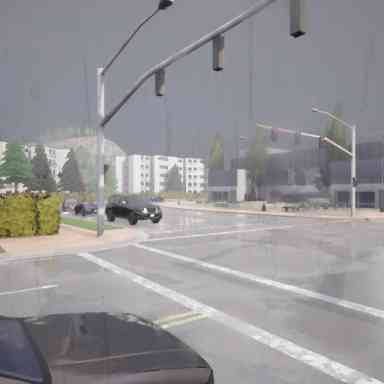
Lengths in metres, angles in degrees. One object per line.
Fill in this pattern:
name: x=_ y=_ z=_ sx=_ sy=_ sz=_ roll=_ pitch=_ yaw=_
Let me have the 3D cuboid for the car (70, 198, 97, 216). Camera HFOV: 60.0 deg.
car: x=-9.967 y=1.564 z=32.116 sx=1.994 sy=1.385 sz=4.181 roll=0 pitch=0 yaw=-34

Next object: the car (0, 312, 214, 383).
car: x=-2.343 y=1.547 z=2.094 sx=5.357 sy=1.411 sz=2.033 roll=0 pitch=0 yaw=-35

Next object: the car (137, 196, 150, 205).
car: x=-8.590 y=1.505 z=59.140 sx=1.837 sy=1.490 sz=4.892 roll=0 pitch=0 yaw=-4

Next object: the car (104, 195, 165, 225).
car: x=-4.427 y=1.221 z=24.513 sx=2.150 sy=2.045 sz=5.566 roll=0 pitch=0 yaw=-40

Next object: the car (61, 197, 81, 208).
car: x=-17.858 y=1.492 z=49.302 sx=2.128 sy=1.511 sz=4.902 roll=0 pitch=0 yaw=-13

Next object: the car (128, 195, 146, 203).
car: x=-11.341 y=1.477 z=68.902 sx=1.882 sy=1.535 sz=5.008 roll=0 pitch=0 yaw=14

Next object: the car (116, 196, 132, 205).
car: x=-12.025 y=1.491 z=58.870 sx=2.128 sy=1.511 sz=4.902 roll=0 pitch=0 yaw=-4

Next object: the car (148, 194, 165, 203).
car: x=-7.498 y=1.354 z=70.950 sx=2.097 sy=1.767 sz=4.553 roll=0 pitch=0 yaw=17

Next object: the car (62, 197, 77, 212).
car: x=-14.441 y=1.526 z=39.688 sx=1.812 sy=1.442 sz=4.674 roll=0 pitch=0 yaw=-24
